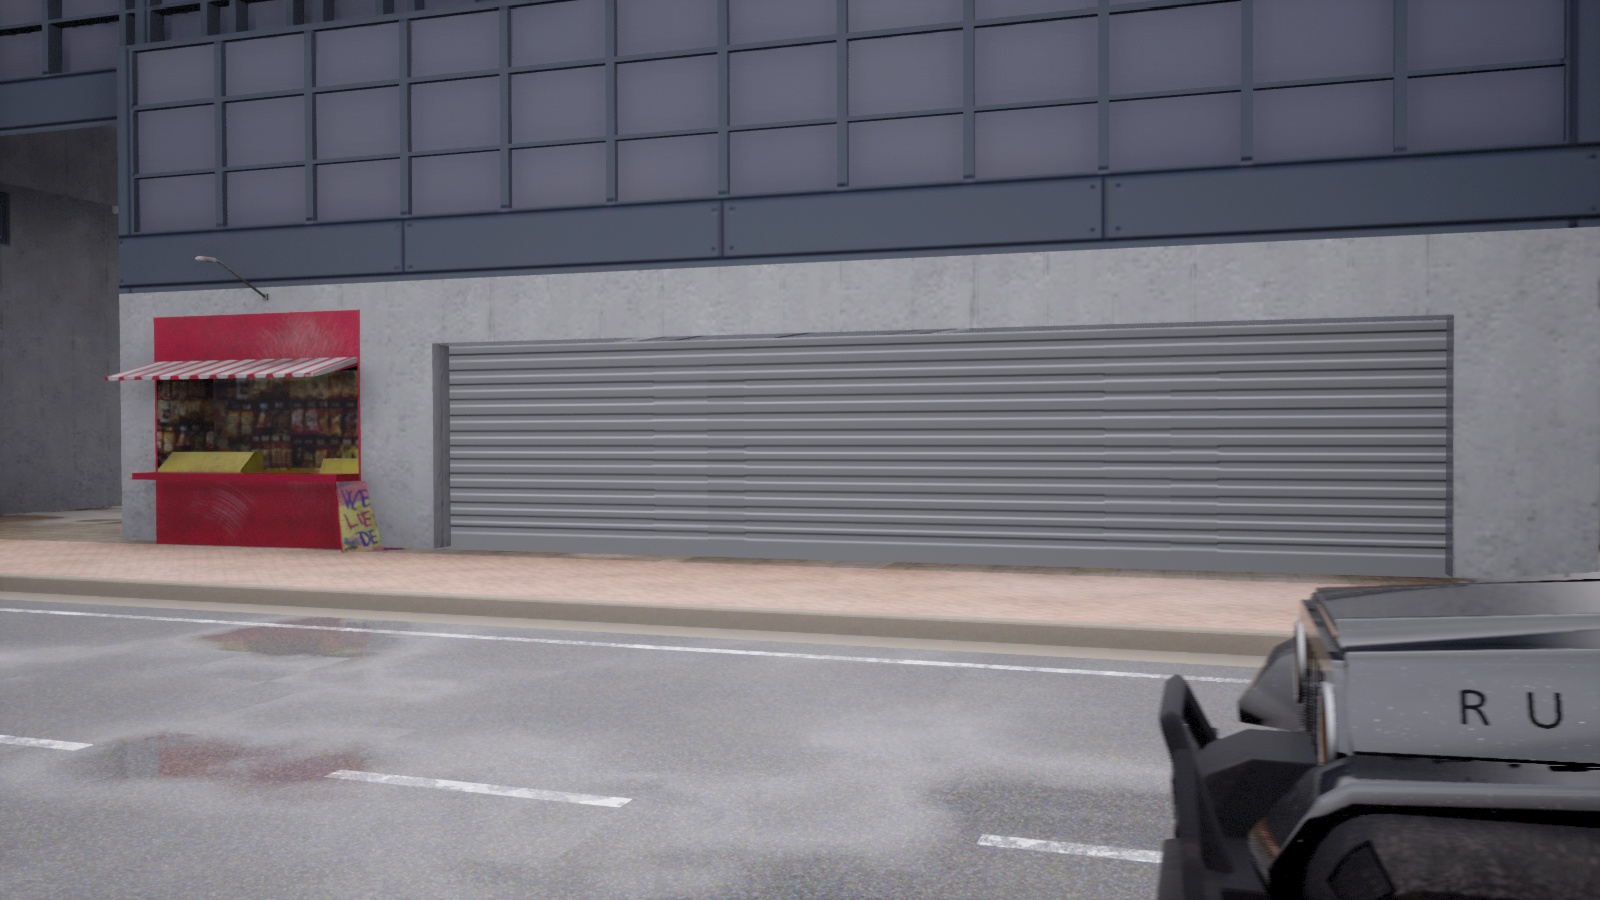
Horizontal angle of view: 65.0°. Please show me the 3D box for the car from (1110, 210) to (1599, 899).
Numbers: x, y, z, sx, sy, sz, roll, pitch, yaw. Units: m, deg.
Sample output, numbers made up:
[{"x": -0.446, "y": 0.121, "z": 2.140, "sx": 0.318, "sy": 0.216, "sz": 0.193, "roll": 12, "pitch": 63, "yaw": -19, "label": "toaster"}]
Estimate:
[{"x": 2.631, "y": 0.595, "z": 2.308, "sx": 3.866, "sy": 1.878, "sz": 1.905, "roll": 1, "pitch": 1, "yaw": 18, "label": "car"}]
